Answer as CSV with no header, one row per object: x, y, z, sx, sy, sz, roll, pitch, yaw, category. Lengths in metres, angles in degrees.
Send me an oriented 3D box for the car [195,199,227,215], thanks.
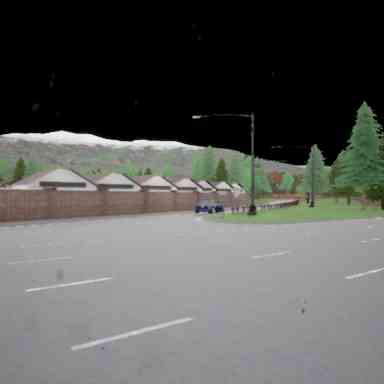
2.257,1.603,37.988,2.097,1.767,4.553,0,-1,31,car
